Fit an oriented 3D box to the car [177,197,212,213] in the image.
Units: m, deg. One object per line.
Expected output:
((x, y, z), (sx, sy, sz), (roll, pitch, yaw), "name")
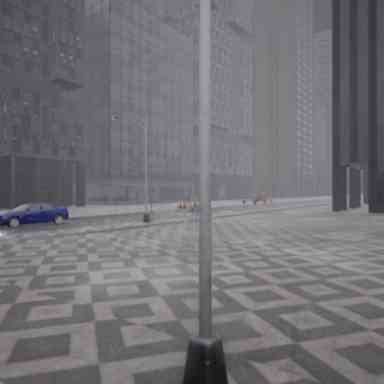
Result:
((0.296, 1.338, 37.716), (2.097, 1.767, 4.553), (0, 0, 36), "car")

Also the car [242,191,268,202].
((9.540, 0.805, 50.235), (2.150, 2.045, 5.566), (0, 0, 36), "car")

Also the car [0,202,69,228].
((-10.829, 1.489, 22.476), (1.882, 1.535, 5.008), (0, 0, 36), "car")
